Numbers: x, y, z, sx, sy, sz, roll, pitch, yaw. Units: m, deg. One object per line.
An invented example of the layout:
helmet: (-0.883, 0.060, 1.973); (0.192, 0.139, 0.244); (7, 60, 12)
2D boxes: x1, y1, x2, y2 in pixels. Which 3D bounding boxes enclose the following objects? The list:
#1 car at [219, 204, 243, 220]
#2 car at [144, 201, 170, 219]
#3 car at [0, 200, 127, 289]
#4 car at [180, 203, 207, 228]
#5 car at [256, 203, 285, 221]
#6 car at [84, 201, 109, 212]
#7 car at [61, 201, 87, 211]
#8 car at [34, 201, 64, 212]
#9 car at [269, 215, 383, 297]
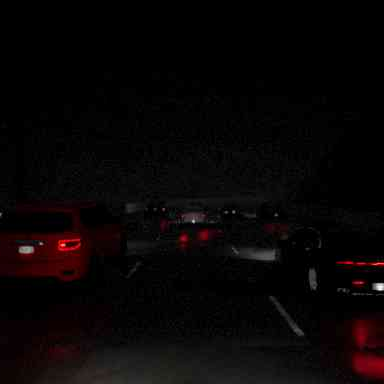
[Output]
car: (3.618, 1.830, 31.114); (2.033, 1.411, 5.357); (0, -1, 0)
car: (-3.357, 1.649, 32.729); (2.097, 1.767, 4.553); (0, -1, 1)
car: (-3.400, 1.309, 9.533); (2.150, 2.045, 5.566); (0, -1, 0)
car: (0.100, 1.747, 24.315); (1.812, 1.442, 4.674); (0, 0, 0)
car: (7.118, 1.768, 30.404); (2.128, 1.511, 4.902); (0, -1, 0)
car: (-13.407, 1.992, 47.055); (1.994, 1.385, 4.181); (0, -1, 5)
car: (-16.850, 1.999, 47.841); (1.994, 1.385, 4.181); (0, -1, 5)
car: (-20.381, 2.034, 47.642); (1.895, 1.301, 4.718); (0, -1, 5)
car: (3.601, 1.585, 8.786); (1.837, 1.490, 4.892); (0, -1, 0)
